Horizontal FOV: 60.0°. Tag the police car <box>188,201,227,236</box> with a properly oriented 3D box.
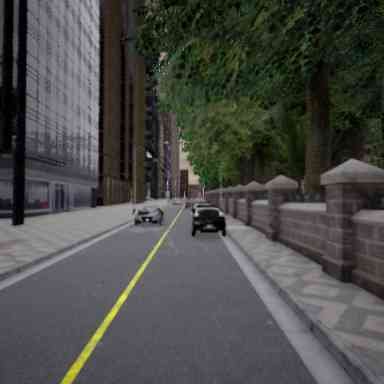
[{"bbox_3d":[0.898,1.570,19.598,1.930,1.638,5.238,0,0,0],"label":"police car"}]

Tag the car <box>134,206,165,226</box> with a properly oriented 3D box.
[{"bbox_3d":[-3.097,1.746,25.015,1.994,1.385,4.181,0,0,0],"label":"car"}]

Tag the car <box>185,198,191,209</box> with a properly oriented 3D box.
[{"bbox_3d":[-0.005,1.745,53.507,2.097,1.767,4.553,0,0,0],"label":"car"}]

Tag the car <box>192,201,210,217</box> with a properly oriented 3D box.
[{"bbox_3d":[0.896,1.783,35.491,1.812,1.442,4.674,0,0,0],"label":"car"}]

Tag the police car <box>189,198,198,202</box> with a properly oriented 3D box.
[{"bbox_3d":[0.897,1.640,29.600,1.930,1.638,5.238,0,0,0],"label":"police car"}]

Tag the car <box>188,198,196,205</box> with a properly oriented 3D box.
[{"bbox_3d":[-0.007,1.949,71.735,1.812,1.442,4.674,0,0,0],"label":"car"}]

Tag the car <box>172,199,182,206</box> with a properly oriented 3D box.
[{"bbox_3d":[-3.012,2.065,66.389,2.033,1.411,5.357,0,0,0],"label":"car"}]
